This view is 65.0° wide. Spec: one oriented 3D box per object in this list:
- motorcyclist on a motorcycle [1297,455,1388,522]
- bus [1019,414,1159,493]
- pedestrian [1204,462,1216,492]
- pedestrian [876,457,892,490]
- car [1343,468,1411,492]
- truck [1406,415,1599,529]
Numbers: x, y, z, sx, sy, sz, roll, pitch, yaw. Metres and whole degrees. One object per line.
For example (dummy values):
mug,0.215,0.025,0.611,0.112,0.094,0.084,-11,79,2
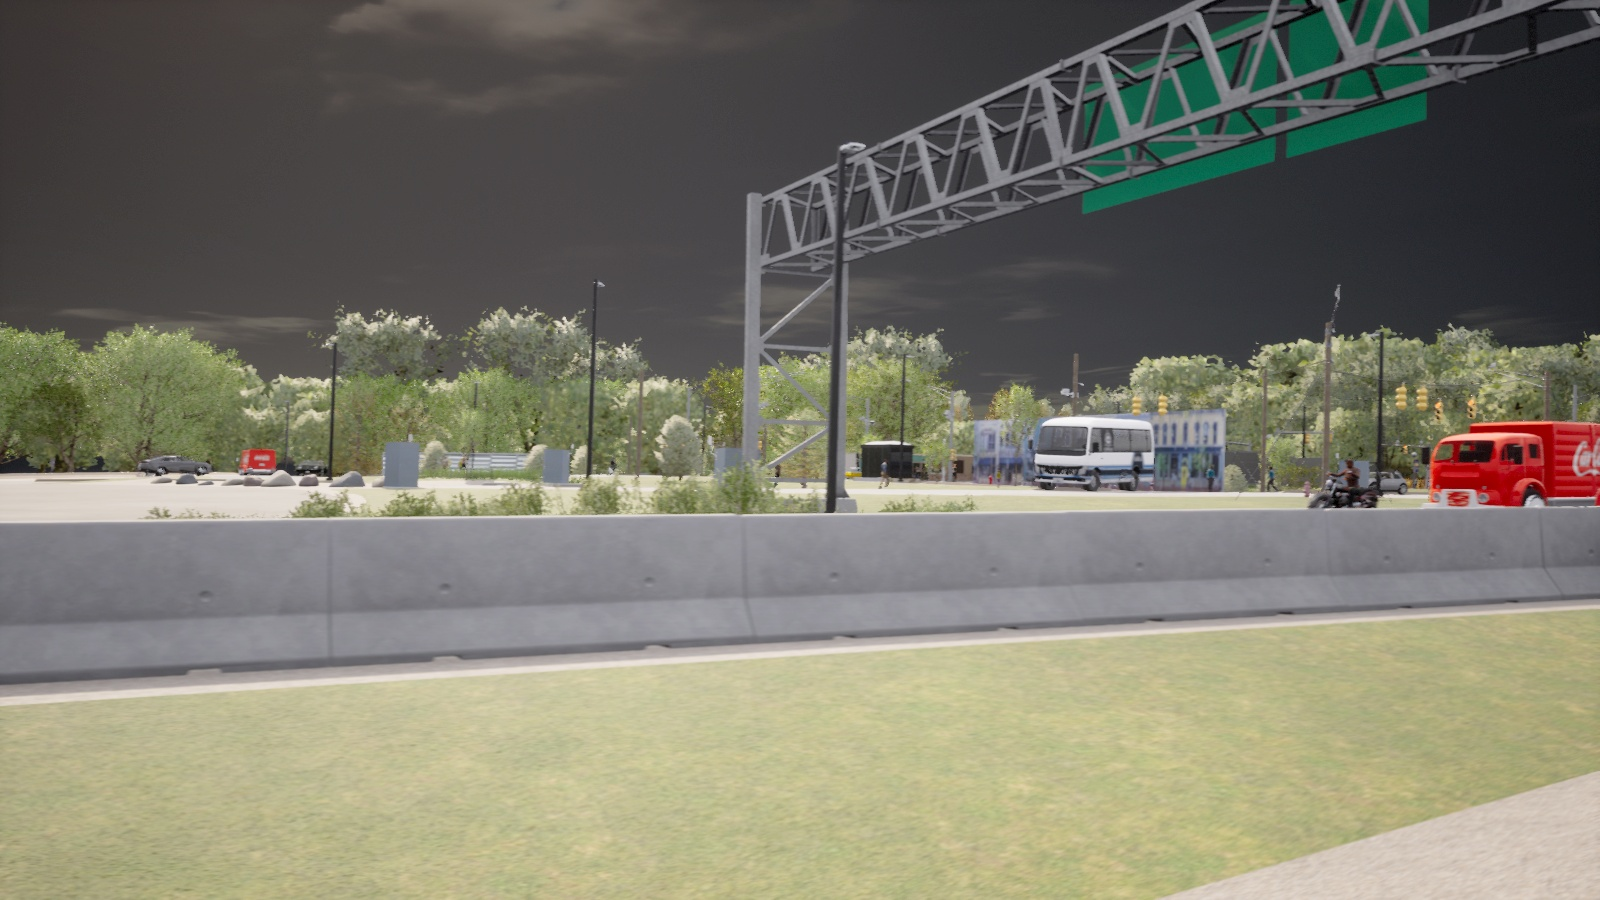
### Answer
motorcyclist on a motorcycle,13.718,0.953,31.742,2.350,1.649,0.766,0,-1,-26
bus,17.047,0.169,73.334,3.944,4.253,10.273,2,1,38
pedestrian,26.496,1.761,81.136,0.396,1.930,0.692,2,-1,-7
pedestrian,4.960,1.371,73.771,0.788,1.949,0.423,2,-1,-21
car,37.848,1.982,82.396,3.806,1.475,1.970,1,-1,-22
truck,17.190,0.510,29.551,5.204,2.467,2.627,1,-1,-26
